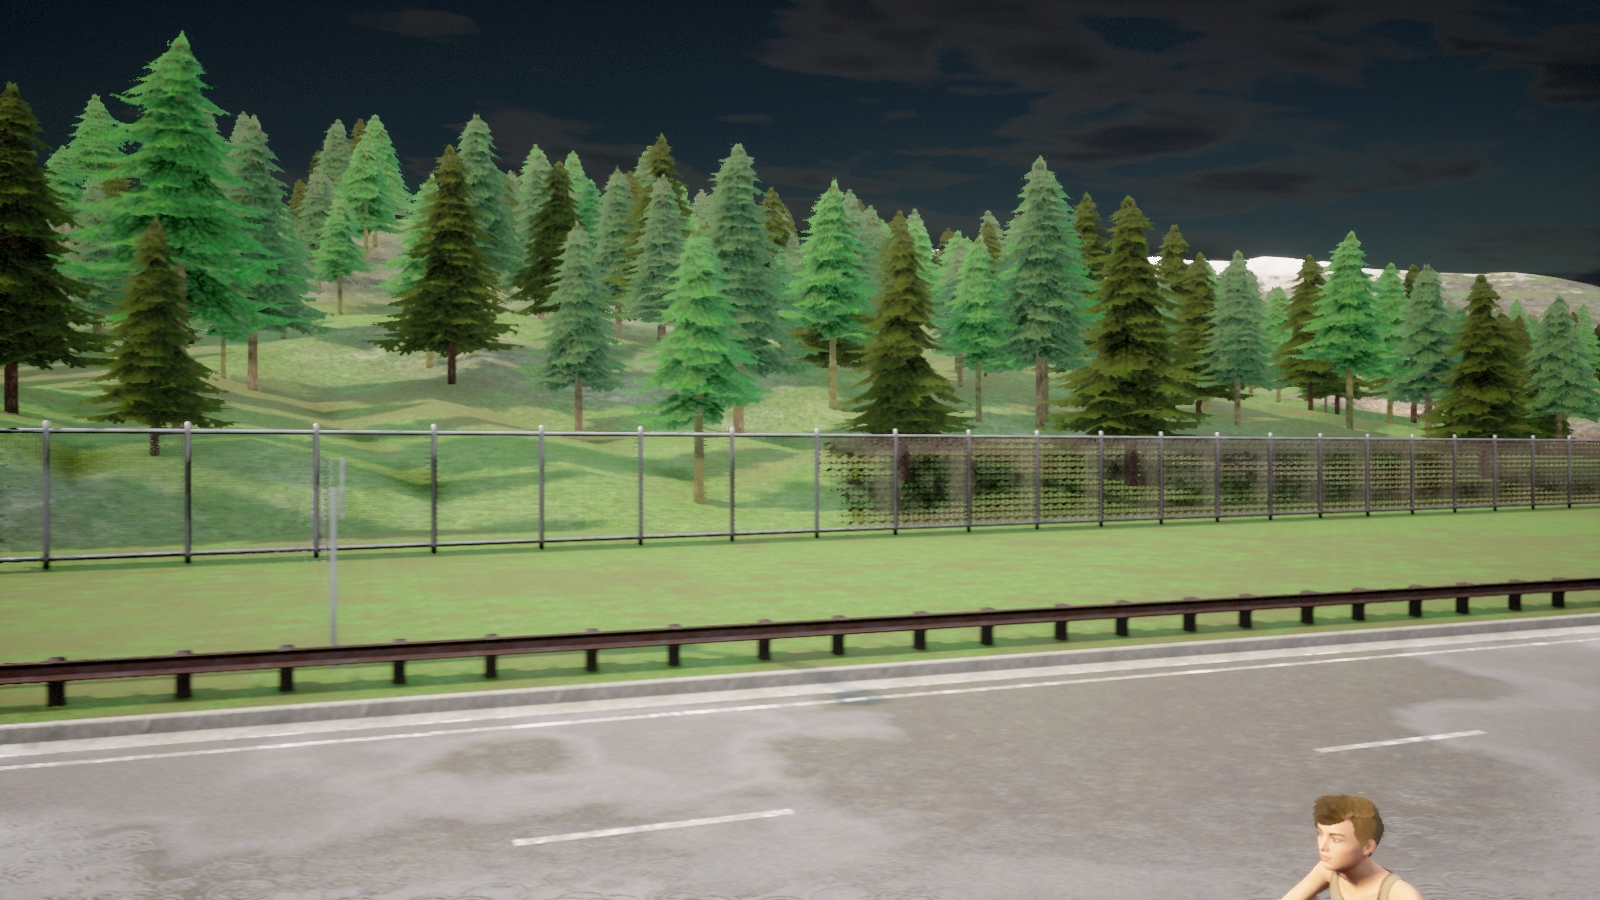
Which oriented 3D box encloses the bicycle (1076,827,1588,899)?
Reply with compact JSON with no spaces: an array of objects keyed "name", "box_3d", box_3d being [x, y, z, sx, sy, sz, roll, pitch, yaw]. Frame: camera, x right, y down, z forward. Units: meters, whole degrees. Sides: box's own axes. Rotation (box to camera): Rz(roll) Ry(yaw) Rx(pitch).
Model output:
[{"name":"bicycle","box_3d":[1.835,2.158,3.951,1.487,1.277,0.859,0,0,-20]}]
